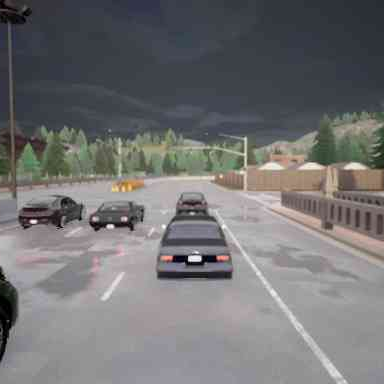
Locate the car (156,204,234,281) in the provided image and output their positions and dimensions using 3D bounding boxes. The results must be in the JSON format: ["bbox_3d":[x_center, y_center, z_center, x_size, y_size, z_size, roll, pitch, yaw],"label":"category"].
[{"bbox_3d":[0.053,1.355,9.529,2.033,1.411,5.357,0,2,0],"label":"car"}]

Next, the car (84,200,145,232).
[{"bbox_3d":[-3.479,1.059,16.341,1.895,1.301,4.718,0,3,0],"label":"car"}]

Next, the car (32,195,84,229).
[{"bbox_3d":[-6.982,0.923,17.053,1.837,1.490,4.892,0,3,0],"label":"car"}]

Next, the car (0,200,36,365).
[{"bbox_3d":[-3.409,1.214,2.107,2.150,2.045,5.566,0,1,0],"label":"car"}]

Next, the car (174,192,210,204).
[{"bbox_3d":[0.002,0.760,20.178,1.837,1.490,4.892,0,4,0],"label":"car"}]
